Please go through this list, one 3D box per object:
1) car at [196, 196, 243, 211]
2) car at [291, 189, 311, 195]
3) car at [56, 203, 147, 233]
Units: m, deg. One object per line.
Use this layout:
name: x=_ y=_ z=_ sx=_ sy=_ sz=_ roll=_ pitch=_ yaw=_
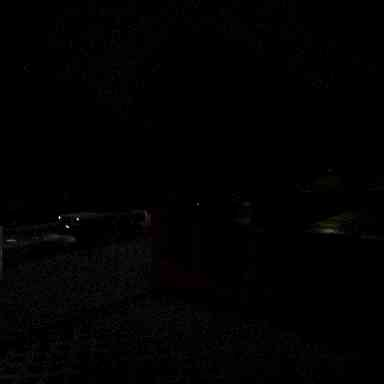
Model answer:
car: x=2.291 y=0.989 z=27.311 sx=1.895 sy=1.301 sz=4.718 roll=0 pitch=2 yaw=36
car: x=14.633 y=0.358 z=44.315 sx=1.812 sy=1.442 sz=4.674 roll=0 pitch=1 yaw=36
car: x=-4.664 y=1.293 z=17.658 sx=1.895 sy=1.301 sz=4.718 roll=0 pitch=1 yaw=36
